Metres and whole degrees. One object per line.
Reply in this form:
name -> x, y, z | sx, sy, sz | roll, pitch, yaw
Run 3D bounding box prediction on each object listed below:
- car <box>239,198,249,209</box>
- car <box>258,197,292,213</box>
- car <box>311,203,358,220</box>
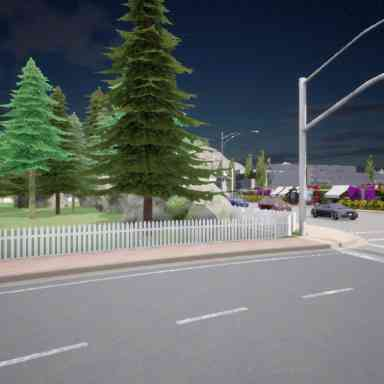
car -> 6.382, 1.533, 47.601 | 1.882, 1.535, 5.008 | 0, 0, -17
car -> 9.312, 1.408, 37.707 | 2.097, 1.767, 4.553 | 0, 0, -16
car -> 12.066, 1.619, 28.416 | 1.994, 1.385, 4.181 | 0, 0, -16
